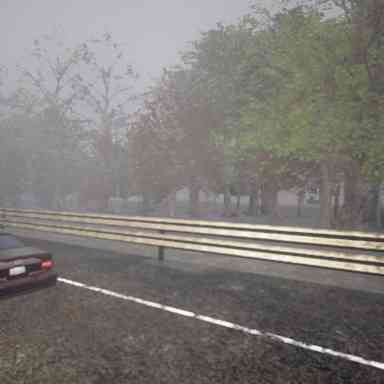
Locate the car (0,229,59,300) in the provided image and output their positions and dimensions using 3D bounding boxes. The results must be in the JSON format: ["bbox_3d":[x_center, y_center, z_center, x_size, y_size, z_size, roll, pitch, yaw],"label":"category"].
[{"bbox_3d":[-5.281,1.485,7.595,5.357,1.411,2.033,0,0,35],"label":"car"}]
